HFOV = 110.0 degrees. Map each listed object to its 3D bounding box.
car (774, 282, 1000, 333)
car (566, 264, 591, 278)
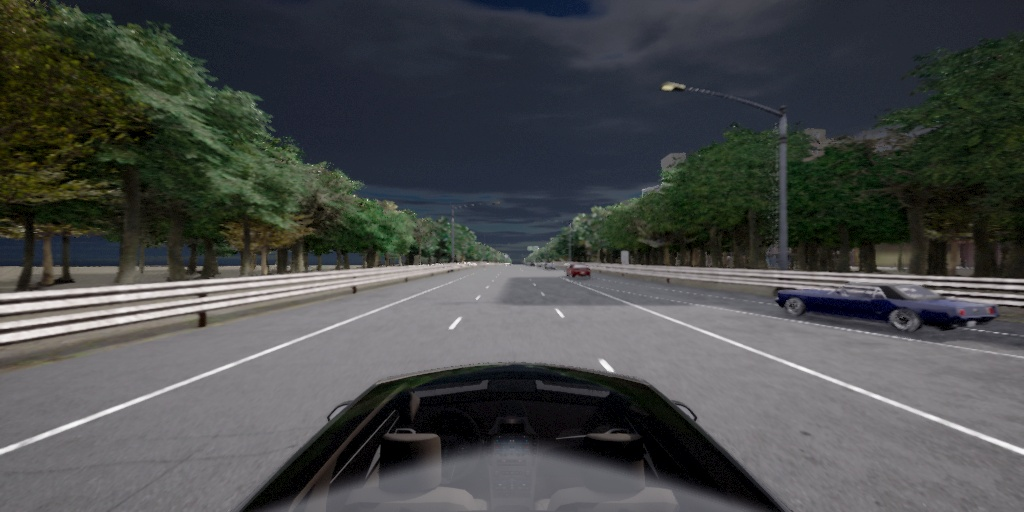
[{"bbox_3d":[11.104,1.462,11.271,1.895,1.301,4.718,0,-1,-16],"label":"car"},{"bbox_3d":[7.103,1.566,38.681,1.882,1.535,5.008,0,-1,-1],"label":"car"}]
